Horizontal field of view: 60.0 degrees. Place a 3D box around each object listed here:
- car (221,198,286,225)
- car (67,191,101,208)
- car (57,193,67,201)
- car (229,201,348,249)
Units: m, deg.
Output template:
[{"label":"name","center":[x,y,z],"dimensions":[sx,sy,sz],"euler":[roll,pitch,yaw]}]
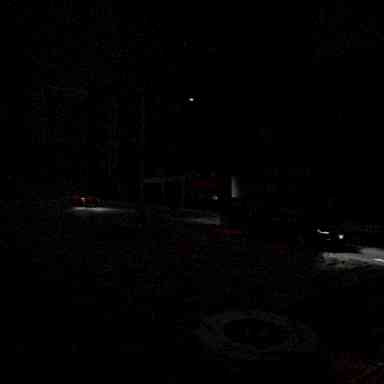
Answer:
[{"label":"car","center":[3.753,1.119,19.495],"dimensions":[2.097,1.767,4.553],"euler":[1,1,-35]},{"label":"car","center":[-11.532,0.742,36.036],"dimensions":[2.097,1.767,4.553],"euler":[1,0,-35]},{"label":"car","center":[-20.412,0.859,53.657],"dimensions":[1.895,1.301,4.718],"euler":[1,0,-35]},{"label":"car","center":[4.009,1.334,14.024],"dimensions":[1.837,1.490,4.892],"euler":[1,1,-35]}]
